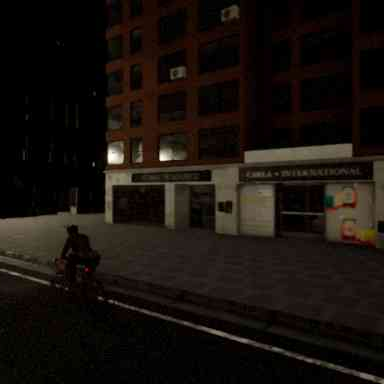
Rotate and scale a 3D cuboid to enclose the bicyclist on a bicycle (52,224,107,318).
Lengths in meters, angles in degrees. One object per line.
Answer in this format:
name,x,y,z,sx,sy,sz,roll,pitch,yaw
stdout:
bicyclist on a bicycle,-2.135,1.424,6.184,1.656,1.620,0.582,0,0,36
